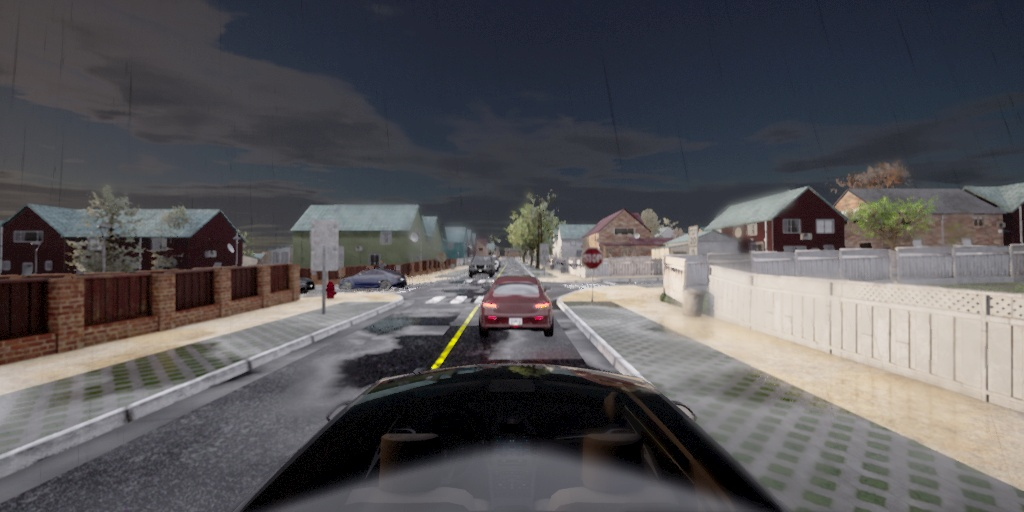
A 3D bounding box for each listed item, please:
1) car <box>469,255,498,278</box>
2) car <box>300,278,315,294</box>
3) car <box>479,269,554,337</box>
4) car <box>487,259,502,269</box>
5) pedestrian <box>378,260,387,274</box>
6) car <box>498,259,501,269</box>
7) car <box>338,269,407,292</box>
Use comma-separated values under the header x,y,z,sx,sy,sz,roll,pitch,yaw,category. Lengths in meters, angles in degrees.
x,y,z,sx,sy,sz,roll,pitch,yaw,category
-2.815,0.961,34.515,2.150,2.045,5.566,0,0,0,car
-14.070,1.569,20.757,4.892,1.490,1.837,-2,-1,-1,car
0.142,1.275,10.195,1.812,1.442,4.674,0,0,2,car
-2.773,1.217,56.438,2.128,1.511,4.902,0,0,0,car
-9.668,1.202,26.624,0.375,1.860,0.375,0,0,0,pedestrian
-2.798,0.955,45.270,2.150,2.045,5.566,0,0,0,car
-9.023,1.537,23.296,4.181,1.385,1.994,-2,-1,10,car
